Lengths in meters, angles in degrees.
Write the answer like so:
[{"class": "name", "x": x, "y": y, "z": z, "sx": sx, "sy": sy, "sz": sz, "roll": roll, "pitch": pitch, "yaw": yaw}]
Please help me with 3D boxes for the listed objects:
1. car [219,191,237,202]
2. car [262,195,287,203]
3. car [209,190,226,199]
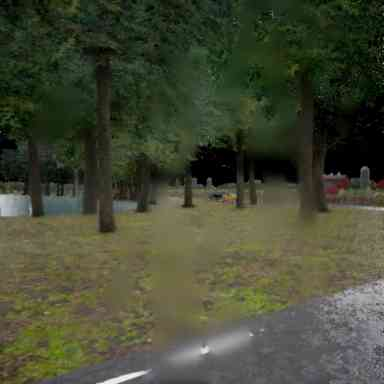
[{"class": "car", "x": 8.245, "y": 1.091, "z": 67.172, "sx": 1.882, "sy": 1.535, "sz": 5.008, "roll": -1, "pitch": 1, "yaw": -36}, {"class": "car", "x": 15.368, "y": 1.214, "z": 62.015, "sx": 1.882, "sy": 1.535, "sz": 5.008, "roll": -1, "pitch": 1, "yaw": -36}, {"class": "car", "x": 6.080, "y": 0.662, "z": 74.859, "sx": 2.150, "sy": 2.045, "sz": 5.566, "roll": -1, "pitch": 1, "yaw": -36}]
